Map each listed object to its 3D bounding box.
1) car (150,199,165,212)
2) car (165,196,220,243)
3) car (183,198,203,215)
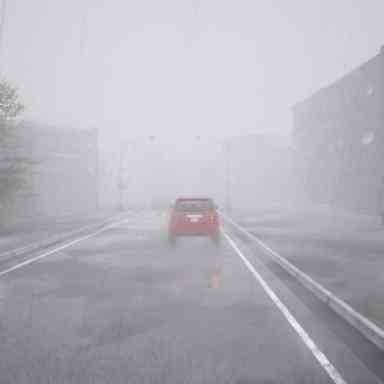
[{"bbox_3d":[-3.593,1.459,37.638,2.033,1.411,5.357,0,0,0],"label":"car"},{"bbox_3d":[0.098,1.210,16.038,2.150,2.045,5.566,0,0,0],"label":"car"},{"bbox_3d":[0.096,1.410,34.302,1.882,1.535,5.008,0,0,0],"label":"car"}]
